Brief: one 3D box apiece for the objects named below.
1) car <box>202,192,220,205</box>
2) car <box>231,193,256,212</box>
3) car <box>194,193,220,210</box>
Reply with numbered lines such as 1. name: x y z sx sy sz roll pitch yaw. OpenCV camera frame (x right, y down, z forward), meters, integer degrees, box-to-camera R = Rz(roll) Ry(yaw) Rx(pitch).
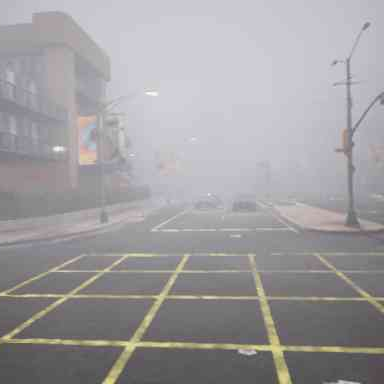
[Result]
1. car: 2.427 0.789 40.603 1.895 1.301 4.718 -2 1 7
2. car: 4.483 0.793 28.968 1.882 1.535 5.008 -2 1 7
3. car: 1.360 0.881 31.643 1.812 1.442 4.674 -2 1 7
